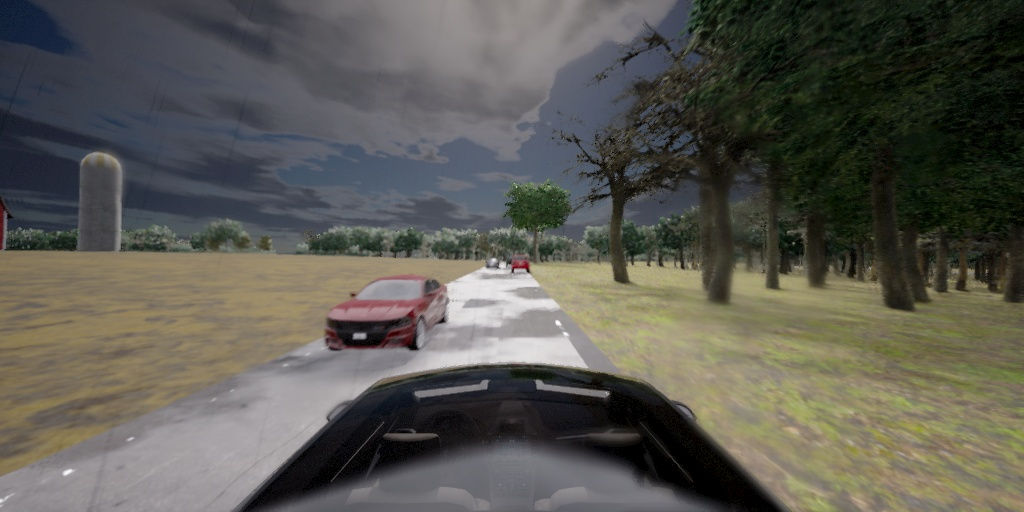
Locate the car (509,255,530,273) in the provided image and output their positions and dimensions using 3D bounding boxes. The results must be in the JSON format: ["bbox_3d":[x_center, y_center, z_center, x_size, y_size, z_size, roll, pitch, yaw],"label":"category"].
[{"bbox_3d":[0.972,0.901,42.131,2.150,2.045,5.566,0,0,0],"label":"car"}]

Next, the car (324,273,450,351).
[{"bbox_3d":[-2.845,1.230,9.206,1.882,1.535,5.008,0,0,0],"label":"car"}]

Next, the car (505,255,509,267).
[{"bbox_3d":[0.025,0.812,61.586,2.150,2.045,5.566,0,0,0],"label":"car"}]

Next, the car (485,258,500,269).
[{"bbox_3d":[-2.778,1.114,52.178,2.128,1.511,4.902,0,0,1],"label":"car"}]
